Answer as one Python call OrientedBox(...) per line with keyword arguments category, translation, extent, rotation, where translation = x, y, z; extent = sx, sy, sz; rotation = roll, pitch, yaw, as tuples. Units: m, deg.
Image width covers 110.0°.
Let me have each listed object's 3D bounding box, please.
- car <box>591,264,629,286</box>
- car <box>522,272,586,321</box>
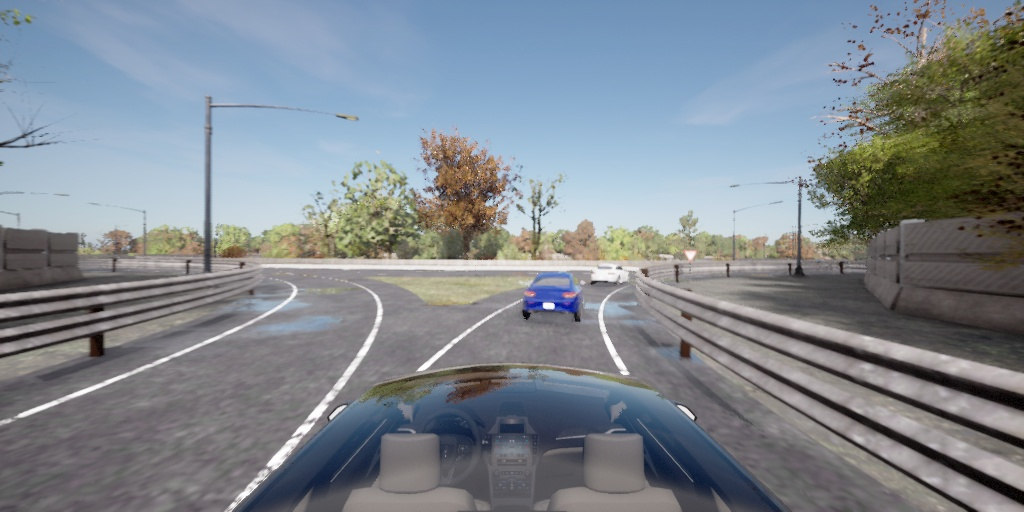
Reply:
OrientedBox(category="car", translation=(6.952, 1.277, 25.364), extent=(1.812, 1.442, 4.674), rotation=(0, 0, 30))
OrientedBox(category="car", translation=(1.529, 1.265, 12.469), extent=(1.812, 1.442, 4.674), rotation=(0, 0, 12))
